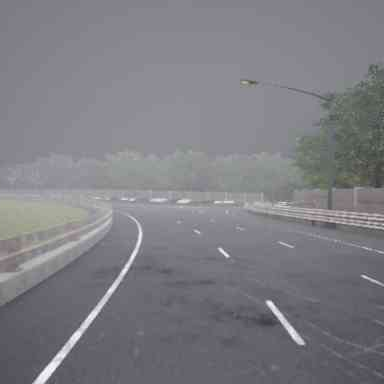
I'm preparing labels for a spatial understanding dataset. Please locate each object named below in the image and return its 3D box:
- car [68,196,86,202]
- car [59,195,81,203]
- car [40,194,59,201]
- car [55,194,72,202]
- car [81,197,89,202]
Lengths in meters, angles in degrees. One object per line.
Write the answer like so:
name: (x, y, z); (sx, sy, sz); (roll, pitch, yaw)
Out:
car: (-29.757, 1.735, 85.956); (5.357, 1.411, 2.033); (1, -1, 40)
car: (-27.029, 1.680, 73.374); (1.994, 1.385, 4.181); (2, -1, -44)
car: (-34.056, 1.502, 80.348); (5.008, 1.535, 1.882); (1, -1, 40)
car: (-32.154, 1.467, 83.351); (4.553, 1.767, 2.097); (1, -1, 40)
car: (-25.143, 1.759, 76.487); (1.994, 1.385, 4.181); (2, -1, -44)
